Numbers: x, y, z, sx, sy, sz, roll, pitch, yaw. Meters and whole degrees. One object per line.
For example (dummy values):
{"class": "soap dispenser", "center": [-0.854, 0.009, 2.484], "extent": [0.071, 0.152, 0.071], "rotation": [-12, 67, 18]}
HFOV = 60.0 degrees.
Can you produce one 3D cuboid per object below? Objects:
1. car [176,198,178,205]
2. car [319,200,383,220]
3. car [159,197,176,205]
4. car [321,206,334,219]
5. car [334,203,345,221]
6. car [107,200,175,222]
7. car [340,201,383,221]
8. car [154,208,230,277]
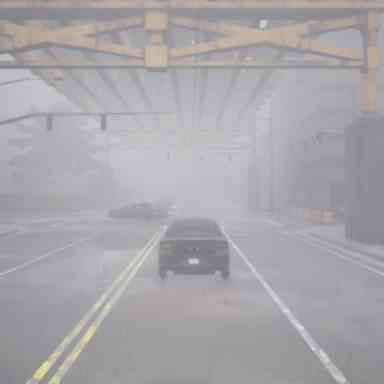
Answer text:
{"class": "car", "center": [-3.575, 1.584, 59.826], "extent": [2.128, 1.511, 4.902], "rotation": [0, 0, 1]}
{"class": "car", "center": [13.573, 1.497, 28.362], "extent": [4.974, 1.542, 2.038], "rotation": [0, 0, 25]}
{"class": "car", "center": [-3.611, 1.560, 43.612], "extent": [2.128, 1.511, 4.902], "rotation": [0, 0, 0]}
{"class": "car", "center": [13.621, 1.340, 28.340], "extent": [4.536, 1.218, 1.853], "rotation": [0, 0, 25]}
{"class": "car", "center": [13.249, 1.491, 24.203], "extent": [4.974, 1.542, 2.038], "rotation": [0, 0, -20]}
{"class": "car", "center": [-4.384, 1.590, 26.826], "extent": [5.357, 1.411, 2.033], "rotation": [0, 0, 32]}
{"class": "car", "center": [13.298, 1.333, 24.221], "extent": [4.536, 1.218, 1.853], "rotation": [0, 0, -20]}
{"class": "car", "center": [0.059, 1.494, 10.375], "extent": [1.882, 1.535, 5.008], "rotation": [0, 0, 0]}
